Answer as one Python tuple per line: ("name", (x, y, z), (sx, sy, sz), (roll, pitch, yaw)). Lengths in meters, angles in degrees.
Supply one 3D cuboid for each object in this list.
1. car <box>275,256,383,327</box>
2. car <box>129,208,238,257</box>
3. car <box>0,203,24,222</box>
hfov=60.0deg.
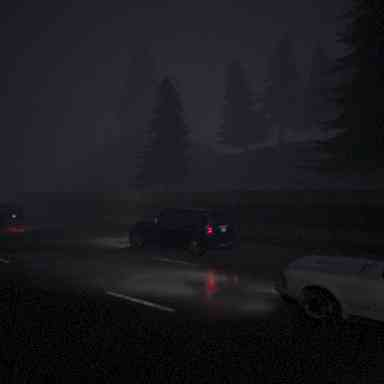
("car", (3.888, 1.609, 5.511), (4.718, 1.301, 1.895), (0, 0, 36))
("car", (-0.490, 1.412, 13.454), (4.553, 1.767, 2.097), (0, 0, 39))
("car", (-15.866, 1.693, 28.452), (1.837, 1.490, 4.892), (0, 0, -42))
